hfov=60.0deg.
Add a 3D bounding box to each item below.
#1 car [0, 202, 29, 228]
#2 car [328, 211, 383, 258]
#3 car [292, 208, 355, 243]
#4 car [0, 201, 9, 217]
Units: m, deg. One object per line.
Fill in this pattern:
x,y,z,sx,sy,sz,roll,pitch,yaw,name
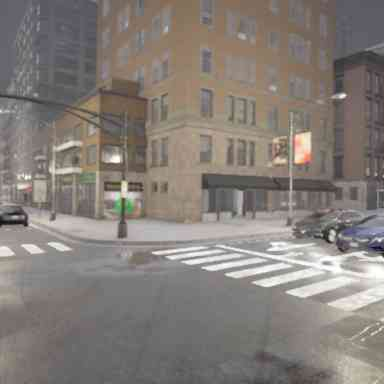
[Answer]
-12.059,1.582,22.139,1.947,1.339,4.313,1,0,-35,car
7.610,1.618,13.092,4.674,1.442,1.812,0,0,-36,car
7.074,1.606,16.714,4.892,1.490,1.837,0,0,-36,car
-18.417,1.588,31.143,1.802,1.307,4.206,1,0,-35,car
